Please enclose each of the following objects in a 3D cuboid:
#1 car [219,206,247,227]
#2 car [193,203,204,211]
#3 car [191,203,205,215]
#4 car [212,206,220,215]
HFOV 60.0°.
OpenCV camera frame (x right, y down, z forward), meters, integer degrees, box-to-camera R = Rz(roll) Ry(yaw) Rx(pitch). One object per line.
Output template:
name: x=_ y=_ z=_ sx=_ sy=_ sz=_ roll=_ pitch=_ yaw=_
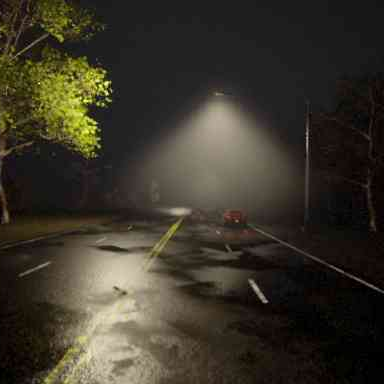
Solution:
car: x=3.642 y=2.208 z=28.847 sx=1.812 sy=1.442 sz=4.674 roll=2 pitch=-1 yaw=1
car: x=1.247 y=2.811 z=62.707 sx=2.033 sy=1.411 sz=5.357 roll=2 pitch=-2 yaw=2
car: x=0.858 y=2.611 z=48.265 sx=1.895 sy=1.301 sz=4.718 roll=1 pitch=-2 yaw=1
car: x=4.003 y=2.640 z=47.926 sx=1.994 sy=1.385 sz=4.181 roll=1 pitch=-1 yaw=2
